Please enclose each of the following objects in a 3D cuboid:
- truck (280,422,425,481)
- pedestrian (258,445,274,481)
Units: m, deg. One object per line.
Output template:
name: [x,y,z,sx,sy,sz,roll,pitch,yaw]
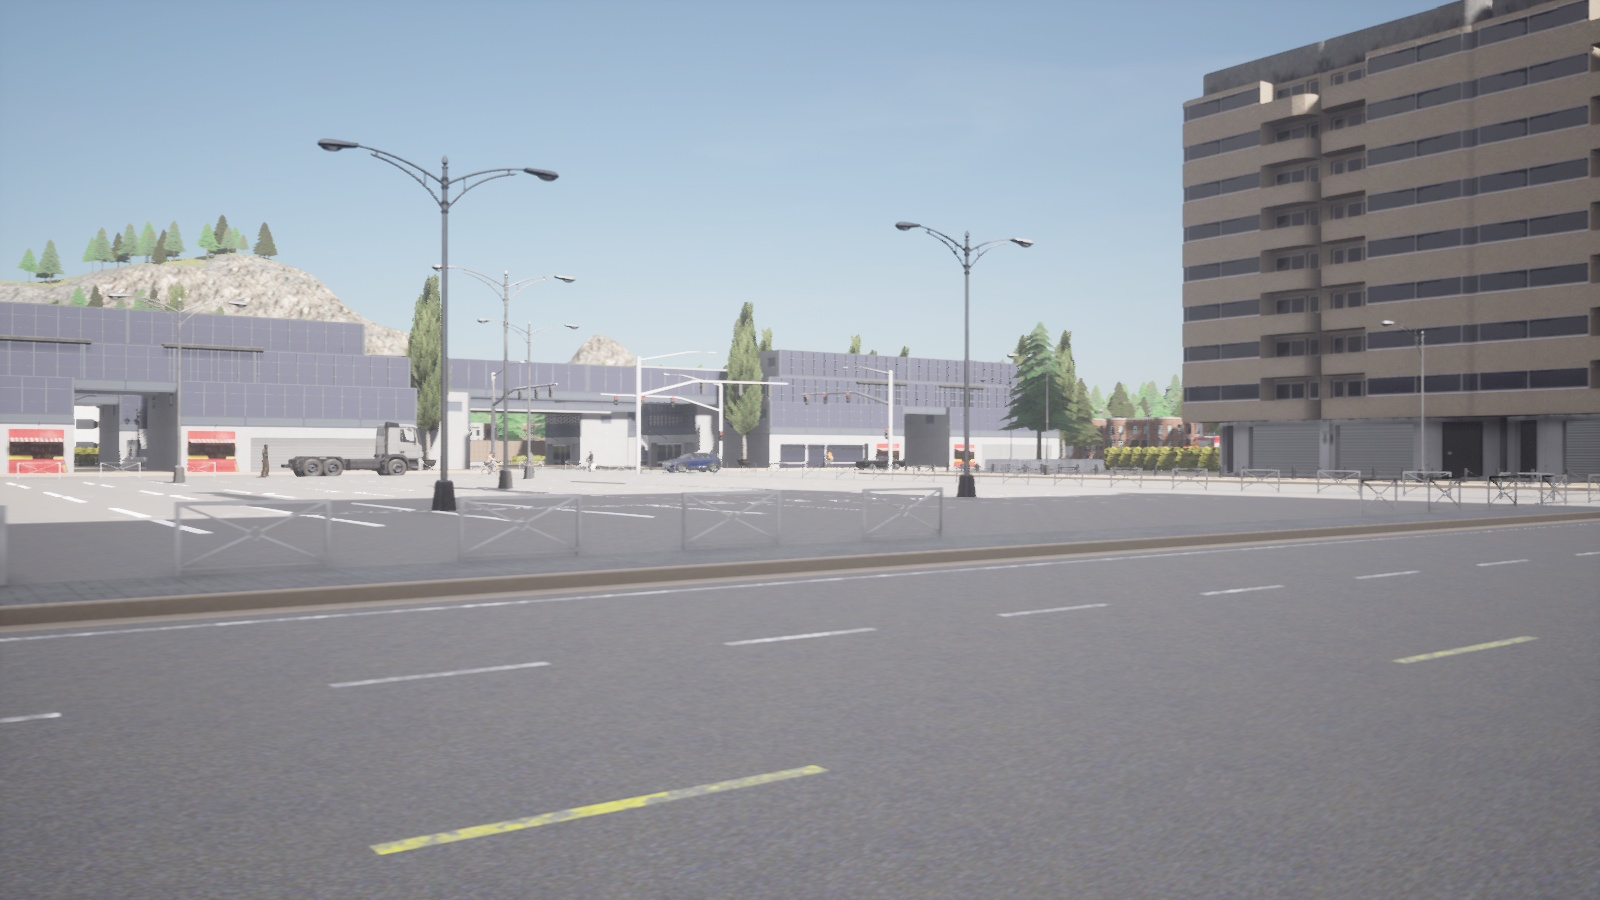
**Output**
truck: [-27.552,0.090,77.425,7.936,3.462,2.891,0,0,-34]
pedestrian: [-29.235,0.710,68.701,0.692,1.930,0.395,0,0,3]
